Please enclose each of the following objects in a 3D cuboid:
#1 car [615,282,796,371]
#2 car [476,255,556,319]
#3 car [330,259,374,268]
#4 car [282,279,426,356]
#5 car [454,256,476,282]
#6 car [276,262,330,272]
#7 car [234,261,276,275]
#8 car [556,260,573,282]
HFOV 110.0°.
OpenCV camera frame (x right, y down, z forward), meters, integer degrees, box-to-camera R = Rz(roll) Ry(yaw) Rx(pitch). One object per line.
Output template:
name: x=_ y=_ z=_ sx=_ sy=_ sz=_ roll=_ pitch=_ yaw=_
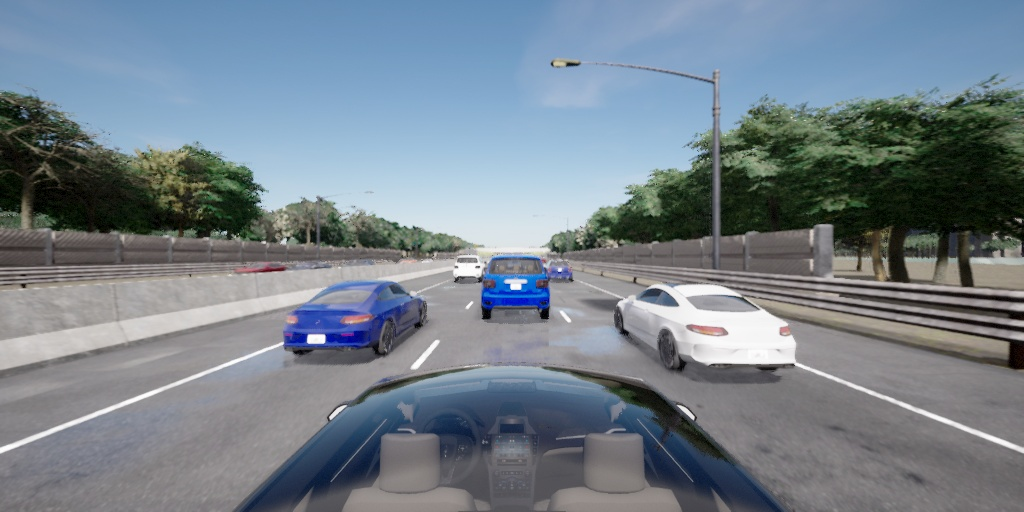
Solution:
car: x=3.606 y=1.278 z=7.559 sx=1.812 sy=1.442 sz=4.674 roll=0 pitch=0 yaw=0
car: x=0.116 y=0.976 z=13.007 sx=2.150 sy=2.045 sz=5.566 roll=0 pitch=0 yaw=0
car: x=-13.980 y=1.114 z=32.376 sx=2.097 sy=1.767 sz=4.553 roll=0 pitch=0 yaw=1
car: x=-3.392 y=1.278 z=8.524 sx=1.812 sy=1.442 sz=4.674 roll=0 pitch=0 yaw=0
car: x=-3.317 y=0.984 z=29.061 sx=2.150 sy=2.045 sz=5.566 roll=0 pitch=0 yaw=0
car: x=-17.492 y=1.254 z=31.012 sx=2.128 sy=1.511 sz=4.902 roll=0 pitch=0 yaw=0
car: x=-20.997 y=1.239 z=30.278 sx=1.882 sy=1.535 sz=5.008 roll=0 pitch=0 yaw=0
car: x=3.688 y=1.115 z=29.715 sx=2.097 sy=1.767 sz=4.553 roll=0 pitch=0 yaw=0
